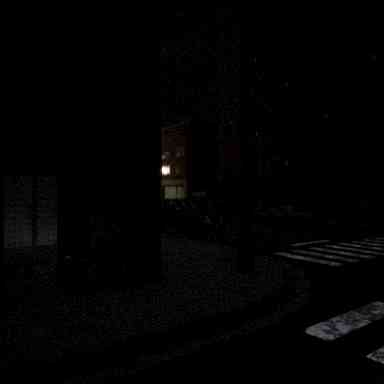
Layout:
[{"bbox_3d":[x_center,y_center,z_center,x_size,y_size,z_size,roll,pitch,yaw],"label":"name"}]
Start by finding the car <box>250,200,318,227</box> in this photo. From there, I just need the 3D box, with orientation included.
[{"bbox_3d":[6.129,1.529,22.669,1.752,1.417,4.829,0,0,-35],"label":"car"}]

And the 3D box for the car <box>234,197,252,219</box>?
[{"bbox_3d":[2.939,1.313,27.160,2.192,1.841,5.009,0,0,-35],"label":"car"}]

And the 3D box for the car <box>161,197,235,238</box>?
[{"bbox_3d":[-0.317,1.285,17.889,2.192,1.841,5.009,0,0,-35],"label":"car"}]

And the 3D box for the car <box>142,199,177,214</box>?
[{"bbox_3d":[-3.643,1.530,36.417,1.887,1.381,4.507,0,0,-35],"label":"car"}]
